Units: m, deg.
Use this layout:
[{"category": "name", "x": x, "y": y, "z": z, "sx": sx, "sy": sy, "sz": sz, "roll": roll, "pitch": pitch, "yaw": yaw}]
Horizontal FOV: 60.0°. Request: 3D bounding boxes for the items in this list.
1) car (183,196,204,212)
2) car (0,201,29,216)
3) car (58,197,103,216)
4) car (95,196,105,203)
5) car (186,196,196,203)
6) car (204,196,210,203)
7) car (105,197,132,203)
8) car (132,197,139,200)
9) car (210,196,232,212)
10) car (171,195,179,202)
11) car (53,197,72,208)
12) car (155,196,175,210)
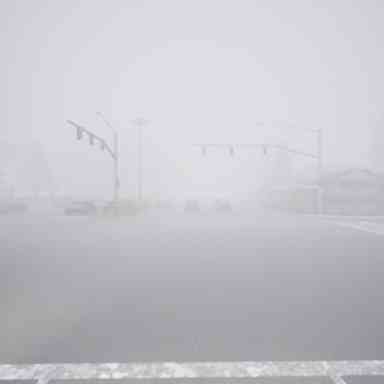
[{"category": "car", "x": 0.000, "y": 1.486, "z": 38.086, "sx": 2.033, "sy": 1.411, "sz": 5.357, "roll": 0, "pitch": 0, "yaw": 0}, {"category": "car", "x": -17.681, "y": 1.564, "z": 32.012, "sx": 1.895, "sy": 1.301, "sz": 4.718, "roll": 0, "pitch": 0, "yaw": 0}, {"category": "car", "x": -10.682, "y": 1.505, "z": 32.345, "sx": 2.033, "sy": 1.411, "sz": 5.357, "roll": 0, "pitch": 0, "yaw": 0}, {"category": "car", "x": -17.702, "y": 1.475, "z": 62.765, "sx": 1.994, "sy": 1.385, "sz": 4.181, "roll": 0, "pitch": 0, "yaw": 0}, {"category": "car", "x": -0.178, "y": 1.489, "z": 68.286, "sx": 1.895, "sy": 1.301, "sz": 4.718, "roll": 0, "pitch": 0, "yaw": 0}, {"category": "car", "x": 3.323, "y": 1.450, "z": 68.291, "sx": 1.994, "sy": 1.385, "sz": 4.181, "roll": 0, "pitch": 0, "yaw": 0}, {"category": "car", "x": -10.717, "y": 1.477, "z": 48.889, "sx": 2.033, "sy": 1.411, "sz": 5.357, "roll": 0, "pitch": 0, "yaw": 0}, {"category": "car", "x": -10.714, "y": 1.507, "z": 62.251, "sx": 1.895, "sy": 1.301, "sz": 4.718, "roll": 0, "pitch": 0, "yaw": 0}, {"category": "car", "x": 3.499, "y": 1.484, "z": 38.101, "sx": 2.033, "sy": 1.411, "sz": 5.357, "roll": 0, "pitch": 0, "yaw": 0}, {"category": "car", "x": -3.667, "y": 1.368, "z": 68.903, "sx": 1.882, "sy": 1.535, "sz": 5.008, "roll": 0, "pitch": 0, "yaw": 0}, {"category": "car", "x": -17.710, "y": 1.444, "z": 46.523, "sx": 1.837, "sy": 1.490, "sz": 4.892, "roll": 0, "pitch": 0, "yaw": 0}, {"category": "car", "x": -3.510, "y": 1.536, "z": 41.889, "sx": 1.895, "sy": 1.301, "sz": 4.718, "roll": 0, "pitch": 0, "yaw": 0}]
